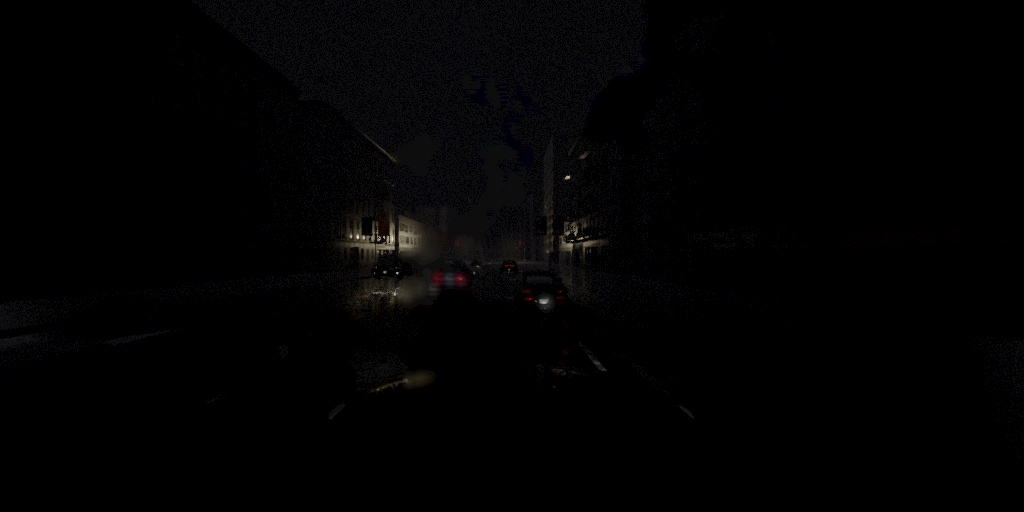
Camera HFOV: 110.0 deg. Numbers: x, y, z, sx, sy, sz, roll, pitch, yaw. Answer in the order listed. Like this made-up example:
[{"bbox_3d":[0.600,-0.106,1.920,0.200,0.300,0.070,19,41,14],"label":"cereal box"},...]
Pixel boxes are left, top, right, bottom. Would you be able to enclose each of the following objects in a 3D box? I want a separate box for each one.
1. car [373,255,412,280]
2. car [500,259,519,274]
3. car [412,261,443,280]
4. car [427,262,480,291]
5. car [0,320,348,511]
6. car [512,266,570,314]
[{"bbox_3d":[-10.136,0.948,31.267,2.150,2.045,5.566,0,0,-1],"label":"car"},{"bbox_3d":[-0.317,1.222,40.537,1.837,1.490,4.892,0,0,0],"label":"car"},{"bbox_3d":[-6.889,1.217,31.474,2.128,1.511,4.902,0,0,-1],"label":"car"},{"bbox_3d":[-3.337,1.283,21.453,2.033,1.411,5.357,0,0,-1],"label":"car"},{"bbox_3d":[-3.157,1.275,3.034,1.812,1.442,4.674,0,0,-1],"label":"car"},{"bbox_3d":[1.025,1.269,13.685,1.812,1.442,4.674,0,0,-1],"label":"car"}]
